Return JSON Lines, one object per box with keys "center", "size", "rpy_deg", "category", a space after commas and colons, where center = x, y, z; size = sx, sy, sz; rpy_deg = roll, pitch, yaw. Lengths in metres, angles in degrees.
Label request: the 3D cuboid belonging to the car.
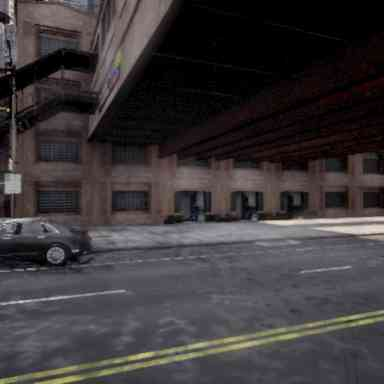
{"center": [-5.953, 1.661, 11.359], "size": [4.892, 1.521, 2.231], "rpy_deg": [0, -1, -13], "category": "car"}
